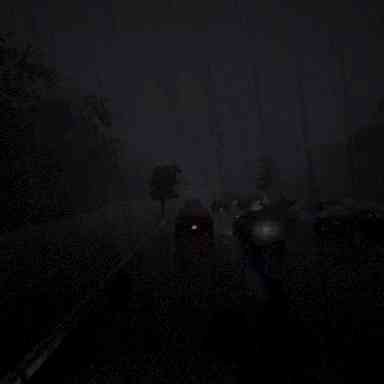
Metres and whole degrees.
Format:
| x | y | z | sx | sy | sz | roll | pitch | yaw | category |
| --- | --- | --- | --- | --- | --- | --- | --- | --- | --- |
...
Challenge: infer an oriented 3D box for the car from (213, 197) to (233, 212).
| x | y | z | sx | sy | sz | roll | pitch | yaw | category |
| --- | --- | --- | --- | --- | --- | --- | --- | --- | --- |
| 3.111 | 1.542 | 37.503 | 1.895 | 1.301 | 4.718 | 0 | 0 | 0 | car |

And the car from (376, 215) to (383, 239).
| x | y | z | sx | sy | sz | roll | pitch | yaw | category |
| --- | --- | --- | --- | --- | --- | --- | --- | --- | --- |
| 8.047 | 1.519 | 9.489 | 4.792 | 1.488 | 2.163 | 1 | 0 | -20 | car |

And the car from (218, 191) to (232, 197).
| x | y | z | sx | sy | sz | roll | pitch | yaw | category |
| --- | --- | --- | --- | --- | --- | --- | --- | --- | --- |
| 8.064 | 1.116 | 63.532 | 4.792 | 1.488 | 2.163 | 0 | 1 | -20 | car |

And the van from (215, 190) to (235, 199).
| x | y | z | sx | sy | sz | roll | pitch | yaw | category |
| --- | --- | --- | --- | --- | --- | --- | --- | --- | --- |
| 7.989 | 0.606 | 81.414 | 4.442 | 1.987 | 1.878 | 0 | 1 | -20 | van |

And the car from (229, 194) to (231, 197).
| x | y | z | sx | sy | sz | roll | pitch | yaw | category |
| --- | --- | --- | --- | --- | --- | --- | --- | --- | --- |
| 8.256 | 1.338 | 45.604 | 5.366 | 1.575 | 1.946 | 1 | 0 | -20 | car |

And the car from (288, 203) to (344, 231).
| x | y | z | sx | sy | sz | roll | pitch | yaw | category |
| --- | --- | --- | --- | --- | --- | --- | --- | --- | --- |
| 8.078 | 1.544 | 18.506 | 4.674 | 1.452 | 2.002 | 1 | 0 | -20 | car |

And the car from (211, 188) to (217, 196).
| x | y | z | sx | sy | sz | roll | pitch | yaw | category |
| --- | --- | --- | --- | --- | --- | --- | --- | --- | --- |
| 8.072 | 0.623 | 78.461 | 5.566 | 2.045 | 2.435 | 0 | 1 | -20 | car |

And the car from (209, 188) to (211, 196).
| x | y | z | sx | sy | sz | roll | pitch | yaw | category |
| --- | --- | --- | --- | --- | --- | --- | --- | --- | --- |
| 8.125 | 0.538 | 84.457 | 5.566 | 2.045 | 2.435 | 0 | 1 | -20 | car |

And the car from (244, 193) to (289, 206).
| x | y | z | sx | sy | sz | roll | pitch | yaw | category |
| --- | --- | --- | --- | --- | --- | --- | --- | --- | --- |
| 8.108 | 1.228 | 30.529 | 5.566 | 2.045 | 2.435 | 1 | 0 | -20 | car |

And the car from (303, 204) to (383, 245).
| x | y | z | sx | sy | sz | roll | pitch | yaw | category |
| --- | --- | --- | --- | --- | --- | --- | --- | --- | --- |
| 8.068 | 1.501 | 15.506 | 5.008 | 1.535 | 2.097 | 1 | 0 | -20 | car |

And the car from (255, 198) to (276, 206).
| x | y | z | sx | sy | sz | roll | pitch | yaw | category |
| --- | --- | --- | --- | --- | --- | --- | --- | --- | --- |
| 8.104 | 1.522 | 27.531 | 4.792 | 1.488 | 2.163 | 1 | 0 | -20 | car |

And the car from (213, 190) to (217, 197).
| x | y | z | sx | sy | sz | roll | pitch | yaw | category |
| --- | --- | --- | --- | --- | --- | --- | --- | --- | --- |
| 8.087 | 0.918 | 75.496 | 4.892 | 1.521 | 2.231 | 1 | 1 | -20 | car |

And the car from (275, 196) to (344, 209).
| x | y | z | sx | sy | sz | roll | pitch | yaw | category |
| --- | --- | --- | --- | --- | --- | --- | --- | --- | --- |
| 8.109 | 1.379 | 21.517 | 4.553 | 1.767 | 2.185 | 1 | 0 | -20 | car |

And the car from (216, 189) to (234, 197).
| x | y | z | sx | sy | sz | roll | pitch | yaw | category |
| --- | --- | --- | --- | --- | --- | --- | --- | --- | --- |
| 8.063 | 0.876 | 69.520 | 4.553 | 1.767 | 2.185 | 0 | 1 | -20 | car |

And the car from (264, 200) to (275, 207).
| x | y | z | sx | sy | sz | roll | pitch | yaw | category |
| --- | --- | --- | --- | --- | --- | --- | --- | --- | --- |
| 8.080 | 1.544 | 24.506 | 4.674 | 1.452 | 2.002 | 1 | 1 | -20 | car |

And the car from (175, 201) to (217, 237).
| x | y | z | sx | sy | sz | roll | pitch | yaw | category |
| --- | --- | --- | --- | --- | --- | --- | --- | --- | --- |
| 0.105 | 1.496 | 18.030 | 1.882 | 1.535 | 5.008 | 0 | 0 | 0 | car |

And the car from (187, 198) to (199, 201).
| x | y | z | sx | sy | sz | roll | pitch | yaw | category |
| --- | --- | --- | --- | --- | --- | --- | --- | --- | --- |
| 0.112 | 1.423 | 38.642 | 2.128 | 1.511 | 4.902 | 0 | 1 | 0 | car |

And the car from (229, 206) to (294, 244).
| x | y | z | sx | sy | sz | roll | pitch | yaw | category |
| --- | --- | --- | --- | --- | --- | --- | --- | --- | --- |
| 3.105 | 1.580 | 15.845 | 1.994 | 1.385 | 4.181 | 0 | 0 | 0 | car |

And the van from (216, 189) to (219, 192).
| x | y | z | sx | sy | sz | roll | pitch | yaw | category |
| --- | --- | --- | --- | --- | --- | --- | --- | --- | --- |
| 8.203 | 0.734 | 72.554 | 4.442 | 1.987 | 1.878 | 0 | 1 | -20 | van |

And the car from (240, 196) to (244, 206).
| x | y | z | sx | sy | sz | roll | pitch | yaw | category |
| --- | --- | --- | --- | --- | --- | --- | --- | --- | --- |
| 7.908 | 1.456 | 33.458 | 5.366 | 1.575 | 1.946 | 1 | 1 | -20 | car |

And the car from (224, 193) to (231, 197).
| x | y | z | sx | sy | sz | roll | pitch | yaw | category |
| --- | --- | --- | --- | --- | --- | --- | --- | --- | --- |
| 8.060 | 1.286 | 51.528 | 4.792 | 1.488 | 2.163 | 1 | 1 | -20 | car |

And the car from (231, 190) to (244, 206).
| x | y | z | sx | sy | sz | roll | pitch | yaw | category |
| --- | --- | --- | --- | --- | --- | --- | --- | --- | --- |
| 8.060 | 1.161 | 39.509 | 5.566 | 2.045 | 2.435 | 1 | 1 | -20 | car |
